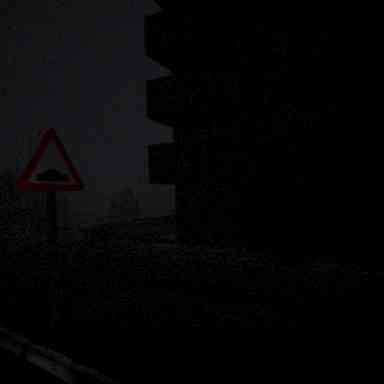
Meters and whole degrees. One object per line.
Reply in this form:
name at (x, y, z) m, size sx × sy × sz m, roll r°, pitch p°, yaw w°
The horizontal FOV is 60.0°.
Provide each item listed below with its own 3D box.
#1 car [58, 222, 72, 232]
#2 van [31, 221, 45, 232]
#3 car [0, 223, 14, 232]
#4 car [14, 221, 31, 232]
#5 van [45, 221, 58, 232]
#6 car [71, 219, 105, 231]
car at (-26.790, 6.974, 64.652) m, size 4.892 × 1.521 × 2.231 m, roll -1°, pitch -6°, yaw 6°
van at (-29.325, 6.155, 59.264) m, size 4.442 × 1.987 × 1.878 m, roll -1°, pitch -7°, yaw 6°
car at (-32.088, 5.830, 53.836) m, size 4.674 × 1.452 × 2.002 m, roll -1°, pitch -7°, yaw 6°
car at (-30.948, 6.087, 56.561) m, size 5.366 × 1.575 × 1.946 m, roll -1°, pitch -6°, yaw 6°
van at (-28.003, 6.452, 61.972) m, size 4.442 × 1.987 × 1.878 m, roll -1°, pitch -7°, yaw 6°
car at (-22.862, 7.610, 72.787) m, size 5.566 × 2.045 × 2.435 m, roll -1°, pitch -6°, yaw 6°
